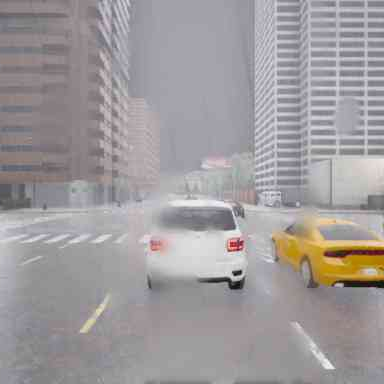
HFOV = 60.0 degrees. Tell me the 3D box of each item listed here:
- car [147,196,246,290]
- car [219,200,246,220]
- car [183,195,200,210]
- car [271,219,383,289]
[{"bbox_3d":[0.072,1.221,9.226,2.150,2.045,5.566,0,0,-1],"label":"car"},{"bbox_3d":[3.491,1.513,29.344,1.812,1.442,4.674,0,0,0],"label":"car"},{"bbox_3d":[-0.084,1.352,43.669,2.097,1.767,4.553,0,0,0],"label":"car"},{"bbox_3d":[3.583,1.478,9.180,1.882,1.535,5.008,0,-1,0],"label":"car"}]
